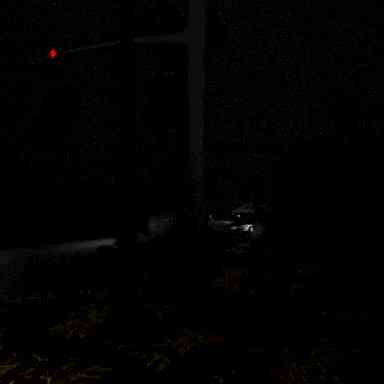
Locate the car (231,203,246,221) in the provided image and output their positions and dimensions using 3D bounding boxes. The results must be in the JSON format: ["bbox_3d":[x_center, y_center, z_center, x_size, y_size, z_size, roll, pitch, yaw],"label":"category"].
[{"bbox_3d":[4.999,1.614,28.011,1.812,1.442,4.674,0,0,35],"label":"car"}]

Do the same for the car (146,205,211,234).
[{"bbox_3d":[-0.689,1.579,19.951,2.128,1.511,4.902,0,0,35],"label":"car"}]
